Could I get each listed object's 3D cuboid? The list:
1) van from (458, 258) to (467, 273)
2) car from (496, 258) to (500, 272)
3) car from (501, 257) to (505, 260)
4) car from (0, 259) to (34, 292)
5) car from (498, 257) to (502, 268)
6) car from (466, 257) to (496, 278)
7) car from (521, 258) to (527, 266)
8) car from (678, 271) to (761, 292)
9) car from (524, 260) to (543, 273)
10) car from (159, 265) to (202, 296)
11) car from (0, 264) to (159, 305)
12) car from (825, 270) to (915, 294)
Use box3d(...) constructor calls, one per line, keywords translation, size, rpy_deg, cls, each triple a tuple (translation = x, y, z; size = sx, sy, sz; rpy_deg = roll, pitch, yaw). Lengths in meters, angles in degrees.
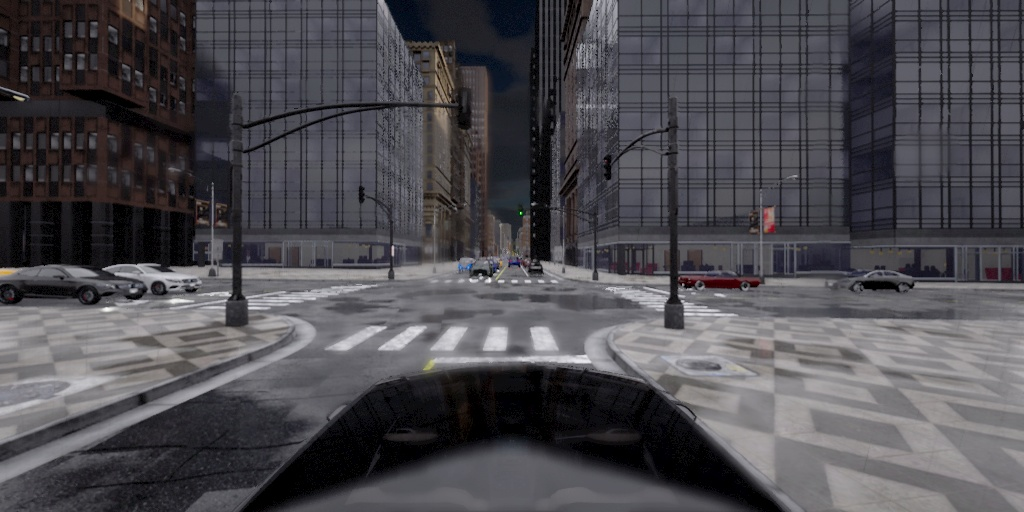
box3d(translation=(-5.658, 1.166, 44.644), size=(1.690, 1.789, 3.998), rpy_deg=(0, 0, 0), cls="van")
box3d(translation=(-2.899, 1.303, 44.554), size=(1.882, 1.535, 5.008), rpy_deg=(0, 0, 1), cls="car")
box3d(translation=(-2.744, 1.318, 63.868), size=(1.882, 1.535, 5.008), rpy_deg=(0, 0, 1), cls="car")
box3d(translation=(-26.895, 0.927, 17.362), size=(5.008, 1.535, 1.882), rpy_deg=(1, 0, 1), cls="car")
box3d(translation=(-2.836, 1.340, 54.019), size=(1.837, 1.490, 4.892), rpy_deg=(0, 0, 1), cls="car")
box3d(translation=(-2.940, 1.165, 35.433), size=(2.097, 1.767, 4.553), rpy_deg=(0, 0, 0), cls="car")
box3d(translation=(2.971, 1.421, 61.540), size=(1.802, 1.307, 4.207), rpy_deg=(0, 0, 0), cls="car")
box3d(translation=(13.593, 1.623, 23.845), size=(4.718, 1.301, 1.895), rpy_deg=(1, 0, 0), cls="car")
box3d(translation=(2.867, 1.391, 44.592), size=(1.948, 1.339, 4.313), rpy_deg=(0, 0, 0), cls="car")
box3d(translation=(-17.750, 1.092, 17.314), size=(4.674, 1.442, 1.812), rpy_deg=(1, 0, 0), cls="car")
box3d(translation=(-17.224, 1.078, 14.058), size=(4.674, 1.442, 1.812), rpy_deg=(1, 0, -1), cls="car")
box3d(translation=(23.615, 1.648, 23.789), size=(4.902, 1.511, 2.128), rpy_deg=(1, 0, 0), cls="car")
